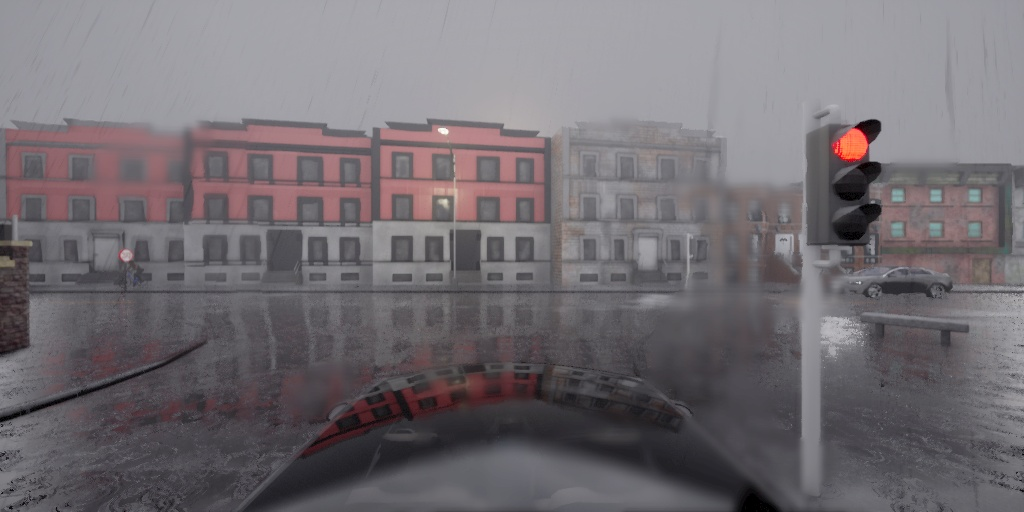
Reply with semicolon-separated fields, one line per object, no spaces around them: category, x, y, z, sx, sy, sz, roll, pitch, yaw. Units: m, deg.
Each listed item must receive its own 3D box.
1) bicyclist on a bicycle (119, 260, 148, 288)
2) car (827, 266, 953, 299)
bicyclist on a bicycle;-22.690;1.083;21.514;0.582;1.620;1.656;0;0;0
car;18.123;1.226;17.334;4.902;1.511;2.128;0;0;0
